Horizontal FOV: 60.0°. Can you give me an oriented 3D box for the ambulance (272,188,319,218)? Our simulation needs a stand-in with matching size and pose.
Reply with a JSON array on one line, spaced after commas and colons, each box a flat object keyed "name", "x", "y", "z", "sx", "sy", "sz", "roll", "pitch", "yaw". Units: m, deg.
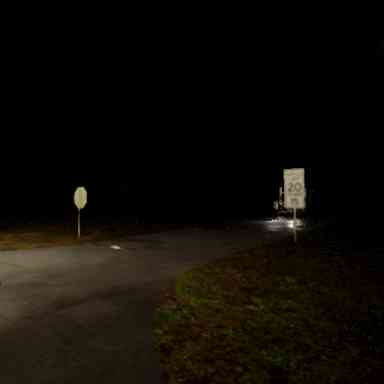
[{"name": "ambulance", "x": 9.161, "y": 0.896, "z": 29.374, "sx": 2.351, "sy": 2.431, "sz": 6.366, "roll": -1, "pitch": -1, "yaw": 36}]
